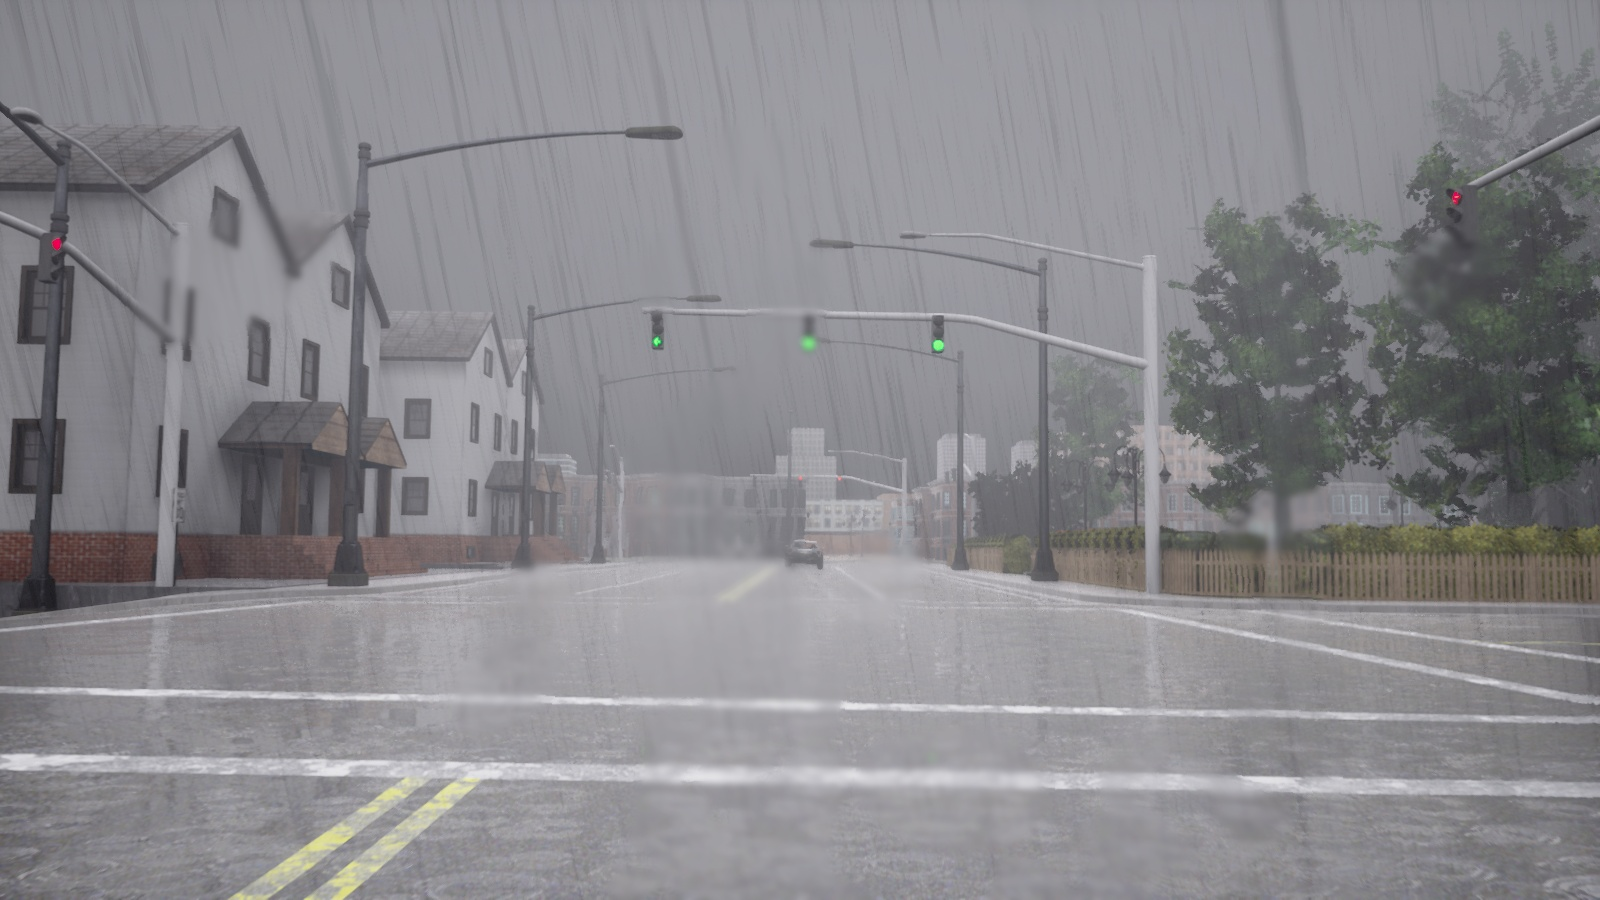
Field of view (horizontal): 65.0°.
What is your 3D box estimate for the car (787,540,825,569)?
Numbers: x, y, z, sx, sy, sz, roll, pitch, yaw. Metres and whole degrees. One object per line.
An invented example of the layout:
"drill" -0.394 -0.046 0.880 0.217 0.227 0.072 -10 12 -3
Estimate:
"car" 0.328 5.542 66.634 1.970 1.475 3.806 1 -4 1
